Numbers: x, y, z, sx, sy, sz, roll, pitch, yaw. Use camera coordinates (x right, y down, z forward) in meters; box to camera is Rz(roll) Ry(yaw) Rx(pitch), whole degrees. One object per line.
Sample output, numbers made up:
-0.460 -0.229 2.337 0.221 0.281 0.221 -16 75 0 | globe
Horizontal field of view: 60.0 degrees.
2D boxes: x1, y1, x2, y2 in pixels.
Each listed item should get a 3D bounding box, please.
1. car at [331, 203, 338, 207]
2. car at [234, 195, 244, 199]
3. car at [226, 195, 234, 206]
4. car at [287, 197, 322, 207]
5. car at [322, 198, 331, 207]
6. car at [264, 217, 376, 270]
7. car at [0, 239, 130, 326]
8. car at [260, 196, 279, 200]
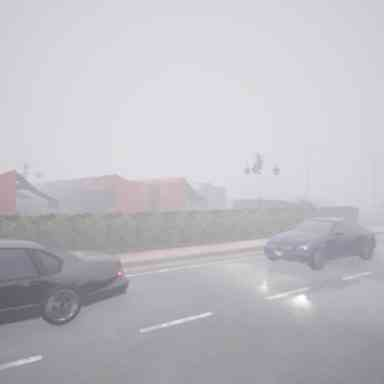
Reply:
19.309 1.914 48.692 1.970 1.475 3.806 1 0 -35 | car
9.927 1.802 81.835 1.932 1.855 4.605 1 0 -35 | car
7.528 1.775 80.216 1.905 1.878 3.866 1 0 -35 | car
14.775 1.615 45.447 1.932 1.855 4.605 1 0 -35 | car
16.940 1.853 47.029 1.784 1.438 3.905 1 0 -35 | car
4.566 1.635 11.532 4.674 1.442 1.812 1 0 -35 | car
-3.782 1.551 5.594 5.357 1.411 2.033 1 0 -35 | car
15.350 1.980 64.366 1.970 1.475 3.806 1 0 -35 | car
